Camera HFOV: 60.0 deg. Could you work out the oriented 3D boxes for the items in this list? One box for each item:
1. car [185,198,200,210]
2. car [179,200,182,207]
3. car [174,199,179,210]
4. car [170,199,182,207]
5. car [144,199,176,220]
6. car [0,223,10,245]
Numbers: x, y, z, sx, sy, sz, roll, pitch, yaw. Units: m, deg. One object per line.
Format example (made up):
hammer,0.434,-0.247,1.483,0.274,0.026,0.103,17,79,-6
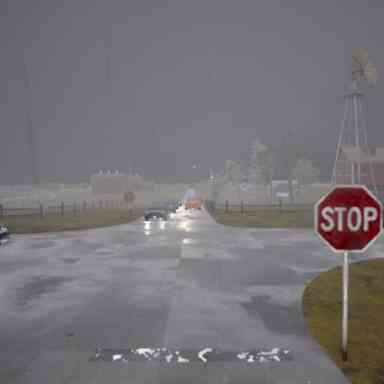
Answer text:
car,0.113,1.573,47.232,2.097,1.767,4.553,0,-1,0
car,-2.823,1.777,48.074,2.033,1.411,5.357,0,-1,0
car,-2.831,1.708,38.250,1.994,1.385,4.181,0,0,0
car,-2.777,1.907,58.052,1.994,1.385,4.181,0,-1,0
car,-2.878,1.632,28.955,2.033,1.411,5.357,0,0,1
car,-10.290,1.563,14.004,4.553,1.767,2.097,-1,1,-7
